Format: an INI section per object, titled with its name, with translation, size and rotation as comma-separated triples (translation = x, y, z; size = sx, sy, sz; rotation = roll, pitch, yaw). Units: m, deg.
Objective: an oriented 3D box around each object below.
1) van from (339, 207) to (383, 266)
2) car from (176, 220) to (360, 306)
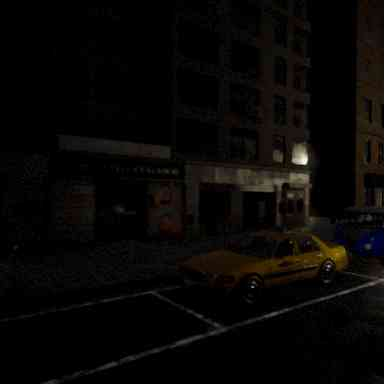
[van]
translation = 6.504, 1.400, 11.393
size = 3.998, 1.788, 1.690
rotation = 0, 0, -36
[car]
translation = 1.900, 1.554, 8.111
size = 4.829, 1.417, 1.752
rotation = 0, 1, -35
